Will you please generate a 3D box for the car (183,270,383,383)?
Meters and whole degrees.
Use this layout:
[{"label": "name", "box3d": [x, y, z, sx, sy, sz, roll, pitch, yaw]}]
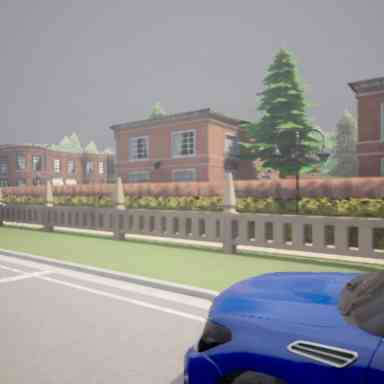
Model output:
[{"label": "car", "box3d": [2.560, 1.216, 2.162, 5.566, 2.045, 2.150, -1, 0, 36]}]
